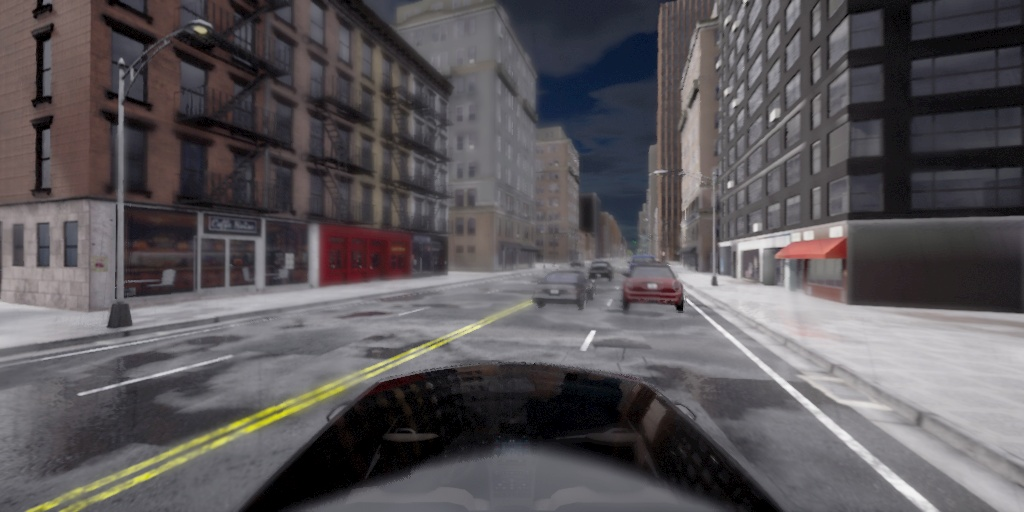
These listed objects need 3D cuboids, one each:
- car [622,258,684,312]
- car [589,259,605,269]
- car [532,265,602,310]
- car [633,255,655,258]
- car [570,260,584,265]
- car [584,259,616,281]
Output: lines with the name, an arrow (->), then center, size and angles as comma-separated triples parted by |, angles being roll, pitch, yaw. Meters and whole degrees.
car -> 5.680, 1.100, 14.678 | 2.097, 1.767, 4.553 | 0, 0, 19
car -> 13.901, 1.236, 58.499 | 2.128, 1.511, 4.902 | 0, 0, 19
car -> 2.312, 1.295, 14.911 | 2.033, 1.411, 5.357 | 0, 0, 19
car -> 10.284, 0.973, 28.036 | 2.150, 2.045, 5.566 | 0, 0, 19
car -> 10.915, 1.343, 59.797 | 1.895, 1.301, 4.718 | 0, 0, 19
car -> 7.534, 1.253, 30.000 | 1.837, 1.490, 4.892 | 0, 1, 19
